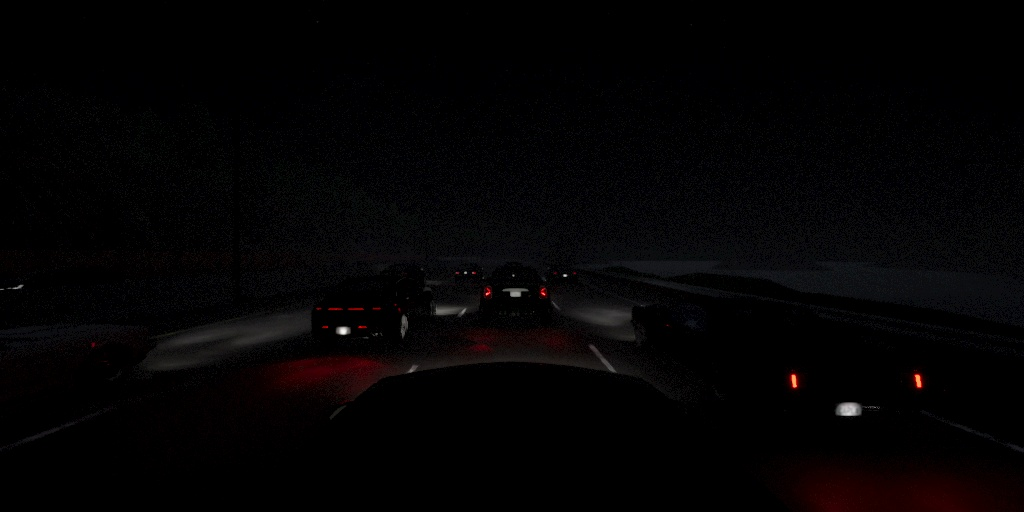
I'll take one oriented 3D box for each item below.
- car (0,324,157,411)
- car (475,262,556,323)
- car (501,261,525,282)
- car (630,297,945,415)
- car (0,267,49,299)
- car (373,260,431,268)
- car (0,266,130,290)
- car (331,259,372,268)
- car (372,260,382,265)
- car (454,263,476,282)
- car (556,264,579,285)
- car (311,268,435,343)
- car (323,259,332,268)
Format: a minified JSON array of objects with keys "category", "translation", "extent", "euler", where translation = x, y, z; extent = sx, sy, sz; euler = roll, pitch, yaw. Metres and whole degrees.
[{"category":"car","translation":[-6.899,1.350,3.828],"extent":[1.895,1.301,4.718],"euler":[0,0,0]},{"category":"car","translation":[0.104,1.097,12.230],"extent":[2.097,1.767,4.553],"euler":[0,0,0]},{"category":"car","translation":[0.111,1.242,29.930],"extent":[1.837,1.490,4.892],"euler":[0,0,0]},{"category":"car","translation":[3.602,1.349,6.051],"extent":[1.895,1.301,4.718],"euler":[0,0,0]},{"category":"car","translation":[-24.595,1.291,15.571],"extent":[2.033,1.411,5.357],"euler":[0,0,0]},{"category":"car","translation":[-6.892,1.218,23.030],"extent":[1.882,1.535,5.008],"euler":[0,0,0]},{"category":"car","translation":[-21.094,1.248,16.814],"extent":[1.837,1.490,4.892],"euler":[0,0,0]},{"category":"car","translation":[-17.566,1.259,39.468],"extent":[1.812,1.442,4.674],"euler":[0,0,0]},{"category":"car","translation":[-21.029,1.327,56.731],"extent":[1.895,1.301,4.718],"euler":[0,0,1]},{"category":"car","translation":[-3.389,1.285,28.701],"extent":[2.033,1.411,5.357],"euler":[0,0,0]},{"category":"car","translation":[3.609,1.303,26.327],"extent":[1.994,1.385,4.181],"euler":[0,0,0]},{"category":"car","translation":[-3.397,1.251,9.635],"extent":[1.837,1.490,4.892],"euler":[0,0,0]},{"category":"car","translation":[-28.023,1.219,56.702],"extent":[2.128,1.511,4.902],"euler":[0,0,1]}]
